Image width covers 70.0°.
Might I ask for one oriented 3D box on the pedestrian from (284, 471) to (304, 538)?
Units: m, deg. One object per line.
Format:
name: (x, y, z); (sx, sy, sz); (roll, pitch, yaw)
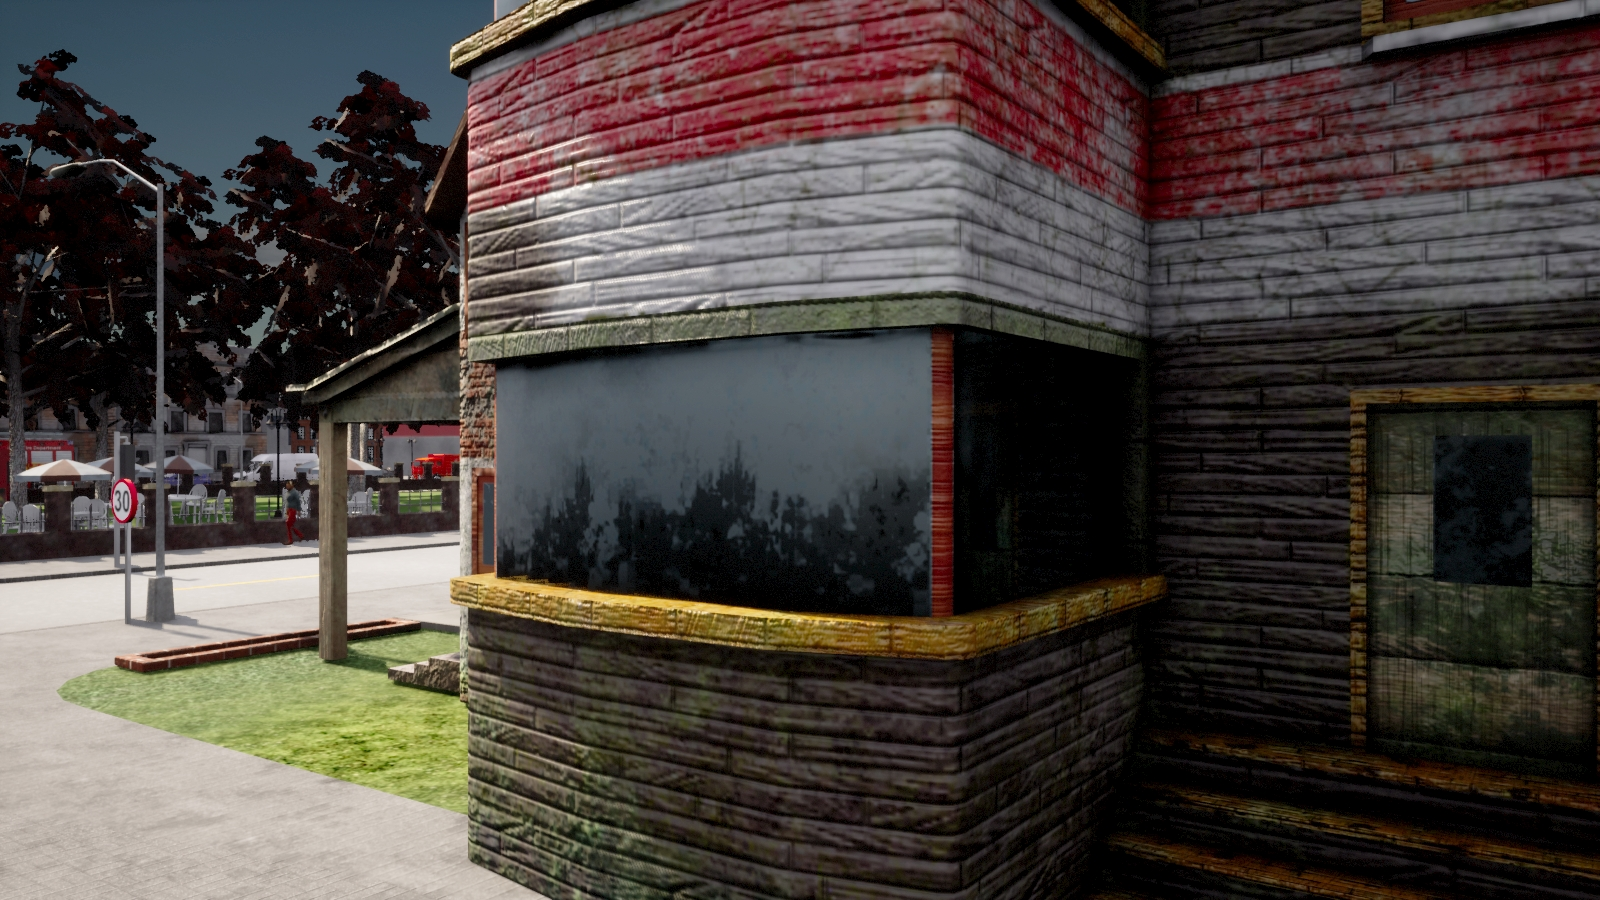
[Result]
pedestrian: (-14.247, 1.525, 32.174); (0.375, 1.860, 0.375); (0, 0, 36)
